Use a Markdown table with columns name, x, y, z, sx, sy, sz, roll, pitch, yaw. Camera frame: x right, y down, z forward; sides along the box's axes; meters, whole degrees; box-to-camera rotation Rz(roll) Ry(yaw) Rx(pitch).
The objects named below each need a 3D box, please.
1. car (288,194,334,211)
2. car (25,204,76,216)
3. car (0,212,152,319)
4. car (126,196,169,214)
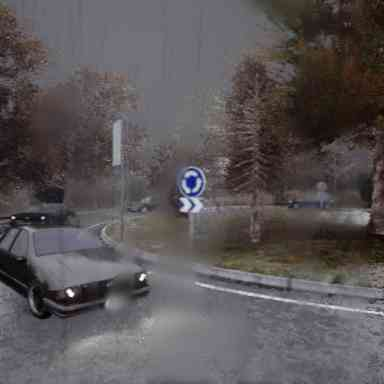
| name | x | y | z | sx | sy | sz | roll | pitch | yaw |
| --- | --- | --- | --- | --- | --- | --- | --- | --- | --- |
| car | 12.526 | 0.980 | 35.162 | 4.553 | 1.767 | 2.097 | 1 | 1 | 19 |
| car | -8.019 | 1.329 | 18.309 | 1.895 | 1.301 | 4.718 | 1 | 1 | -1 |
| car | -3.168 | 1.436 | 7.469 | 2.033 | 1.411 | 5.357 | 0 | 1 | -44 |
| car | -3.753 | 1.160 | 30.392 | 4.892 | 1.490 | 1.837 | -1 | 1 | -44 |
